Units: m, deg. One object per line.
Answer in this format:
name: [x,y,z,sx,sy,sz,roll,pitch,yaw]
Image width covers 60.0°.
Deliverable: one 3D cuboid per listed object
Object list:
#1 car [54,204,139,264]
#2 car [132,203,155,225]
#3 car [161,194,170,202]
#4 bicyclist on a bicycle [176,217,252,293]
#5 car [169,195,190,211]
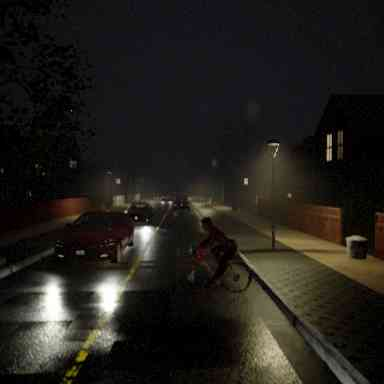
car: [-3.224,1.414,11.817,1.882,1.535,5.008,0,0,-2]
car: [-3.602,1.441,22.901,1.994,1.385,4.181,0,0,-2]
car: [-5.064,1.177,65.999,1.812,1.442,4.674,0,0,-1]
bicyclist on a bicycle: [0.466,1.373,7.140,1.656,1.620,0.582,0,0,-2]
car: [-1.144,1.351,36.552,2.033,1.411,5.357,0,0,-2]
